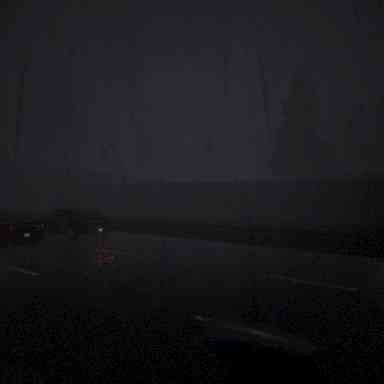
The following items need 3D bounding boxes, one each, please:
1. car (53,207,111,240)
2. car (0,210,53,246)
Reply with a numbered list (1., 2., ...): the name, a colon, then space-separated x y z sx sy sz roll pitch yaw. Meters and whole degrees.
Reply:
1. car: -6.236 1.516 16.916 4.892 1.490 1.837 0 0 36
2. car: -8.269 1.485 14.066 5.008 1.535 1.882 0 0 36
